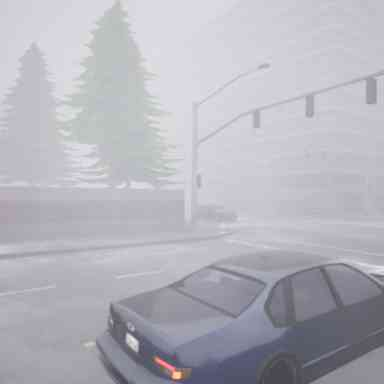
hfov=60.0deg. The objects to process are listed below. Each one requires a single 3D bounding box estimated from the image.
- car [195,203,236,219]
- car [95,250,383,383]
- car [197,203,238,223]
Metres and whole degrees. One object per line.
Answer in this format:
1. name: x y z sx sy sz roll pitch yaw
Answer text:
1. car: 2.341 1.882 34.058 1.994 1.385 4.181 1 0 -35
2. car: 1.447 1.595 4.808 5.357 1.411 2.033 1 0 -35
3. car: 1.859 1.780 28.655 1.837 1.490 4.892 1 0 -35
